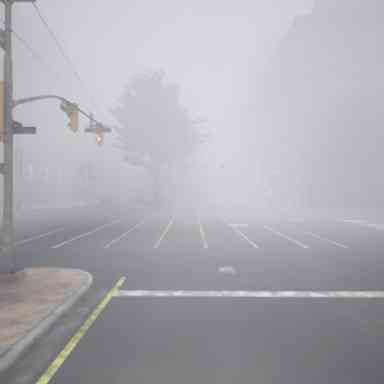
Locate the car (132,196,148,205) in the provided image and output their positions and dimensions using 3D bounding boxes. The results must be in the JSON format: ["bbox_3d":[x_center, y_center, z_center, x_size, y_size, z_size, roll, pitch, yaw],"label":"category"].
[{"bbox_3d":[-8.005,1.326,51.525,1.812,1.442,4.674,0,1,0],"label":"car"}]

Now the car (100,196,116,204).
[{"bbox_3d":[-14.760,1.315,58.304,1.895,1.301,4.718,0,0,0],"label":"car"}]

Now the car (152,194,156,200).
[{"bbox_3d":[-8.014,1.156,76.870,2.128,1.511,4.902,0,0,0],"label":"car"}]
